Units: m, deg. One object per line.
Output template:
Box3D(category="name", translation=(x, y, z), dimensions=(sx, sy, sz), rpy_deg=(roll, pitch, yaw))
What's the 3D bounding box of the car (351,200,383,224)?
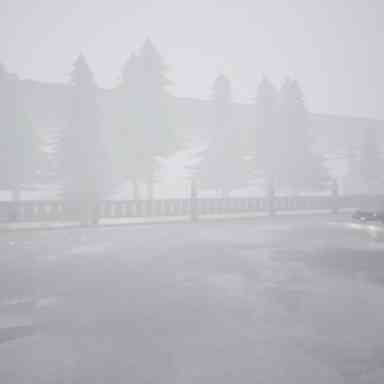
Box3D(category="car", translation=(12.597, 1.174, 20.928), dimensions=(5.357, 1.411, 2.033), rpy_deg=(-1, 1, -25))
